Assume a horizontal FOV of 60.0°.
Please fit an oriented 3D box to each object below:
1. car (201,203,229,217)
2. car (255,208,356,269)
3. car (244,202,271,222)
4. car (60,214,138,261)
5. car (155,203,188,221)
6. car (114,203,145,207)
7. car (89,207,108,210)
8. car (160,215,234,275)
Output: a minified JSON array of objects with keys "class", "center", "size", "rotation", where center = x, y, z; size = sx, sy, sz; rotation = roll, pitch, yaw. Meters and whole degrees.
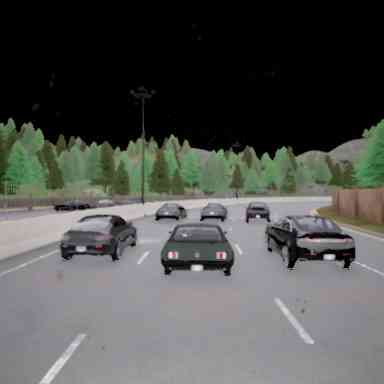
[{"class":"car","center":[1.930,1.619,27.712],"size":[1.994,1.385,4.181],"rotation":[0,0,11]},{"class":"car","center":[3.709,1.521,11.246],"size":[2.128,1.511,4.902],"rotation":[0,0,1]},{"class":"car","center":[5.363,1.568,27.136],"size":[1.837,1.490,4.892],"rotation":[0,0,11]},{"class":"car","center":[-3.261,1.539,12.262],"size":[1.812,1.442,4.674],"rotation":[0,0,2]},{"class":"car","center":[-1.630,1.609,27.730],"size":[1.994,1.385,4.181],"rotation":[0,0,10]},{"class":"car","center":[-6.810,1.541,37.339],"size":[2.128,1.511,4.902],"rotation":[0,0,16]},{"class":"car","center":[-10.055,1.568,38.719],"size":[1.812,1.442,4.674],"rotation":[0,0,16]},{"class":"car","center":[0.185,1.620,10.548],"size":[1.895,1.301,4.718],"rotation":[0,0,1]}]
